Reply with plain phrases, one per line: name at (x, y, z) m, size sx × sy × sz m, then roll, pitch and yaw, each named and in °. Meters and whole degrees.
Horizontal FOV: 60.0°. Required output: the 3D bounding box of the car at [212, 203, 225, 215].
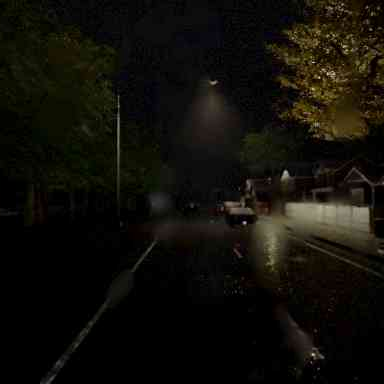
car at (3.599, 2.129, 41.850) m, size 2.033 × 1.411 × 5.357 m, roll 0°, pitch -1°, yaw 0°

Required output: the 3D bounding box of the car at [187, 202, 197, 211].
car at (0.001, 2.546, 57.800) m, size 1.812 × 1.442 × 4.674 m, roll 0°, pitch -2°, yaw 0°

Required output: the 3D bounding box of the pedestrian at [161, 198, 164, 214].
pedestrian at (-3.200, 1.499, 36.407) m, size 0.375 × 1.860 × 0.375 m, roll 0°, pitch -1°, yaw 10°

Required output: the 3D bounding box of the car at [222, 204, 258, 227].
car at (3.601, 1.842, 24.968) m, size 1.895 × 1.301 × 4.718 m, roll 0°, pitch -1°, yaw 0°

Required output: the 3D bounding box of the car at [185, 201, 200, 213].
car at (0.046, 2.057, 46.548) m, size 2.097 × 1.767 × 4.553 m, roll 0°, pitch -2°, yaw 0°
